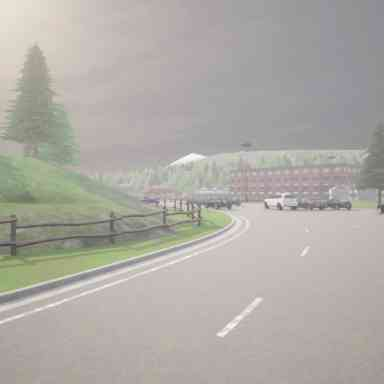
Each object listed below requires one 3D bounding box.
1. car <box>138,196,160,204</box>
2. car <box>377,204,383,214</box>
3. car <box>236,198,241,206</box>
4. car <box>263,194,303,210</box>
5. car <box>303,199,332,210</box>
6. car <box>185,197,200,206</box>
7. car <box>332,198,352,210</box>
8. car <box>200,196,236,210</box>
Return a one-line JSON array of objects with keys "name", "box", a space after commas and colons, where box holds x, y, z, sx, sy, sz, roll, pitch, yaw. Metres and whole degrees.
[{"name": "car", "box": [-7.825, 1.478, 60.256, 1.882, 1.535, 5.008, 0, 0, -42]}, {"name": "car", "box": [20.109, 1.478, 32.394, 1.882, 1.535, 5.008, 0, 0, -2]}, {"name": "car", "box": [6.020, 1.526, 53.947, 1.812, 1.442, 4.674, 0, 0, -34]}, {"name": "car", "box": [11.189, 1.221, 42.328, 2.150, 2.045, 5.566, 0, 0, -16]}, {"name": "car", "box": [15.032, 1.547, 42.754, 2.033, 1.411, 5.357, 0, 0, -17]}, {"name": "car", "box": [0.599, 1.564, 55.554, 1.994, 1.385, 4.181, 0, 0, -38]}, {"name": "car", "box": [18.511, 1.526, 42.704, 1.812, 1.442, 4.674, 0, 0, -13]}, {"name": "car", "box": [3.350, 1.352, 43.811, 2.097, 1.767, 4.553, 0, 0, -23]}]
